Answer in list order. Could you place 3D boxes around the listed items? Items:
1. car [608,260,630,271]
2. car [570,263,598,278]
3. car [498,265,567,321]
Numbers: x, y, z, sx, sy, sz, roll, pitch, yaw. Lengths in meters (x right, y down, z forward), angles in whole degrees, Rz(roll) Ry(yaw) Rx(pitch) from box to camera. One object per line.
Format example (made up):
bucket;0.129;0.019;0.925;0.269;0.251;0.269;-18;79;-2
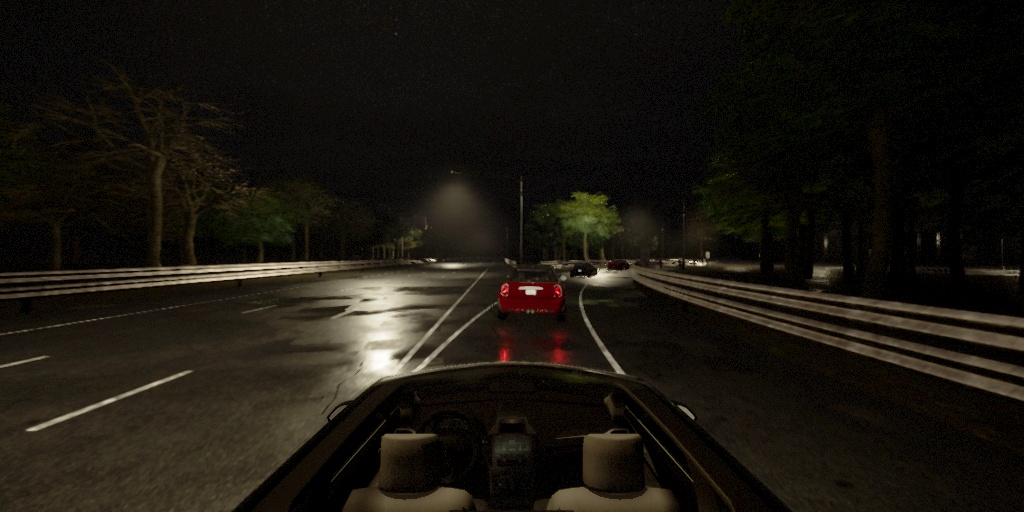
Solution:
car;14.525;1.262;48.588;1.882;1.535;5.008;0;0;34
car;7.036;1.325;34.866;1.994;1.385;4.181;0;0;23
car;0.863;1.100;12.752;2.097;1.767;4.553;0;0;8
